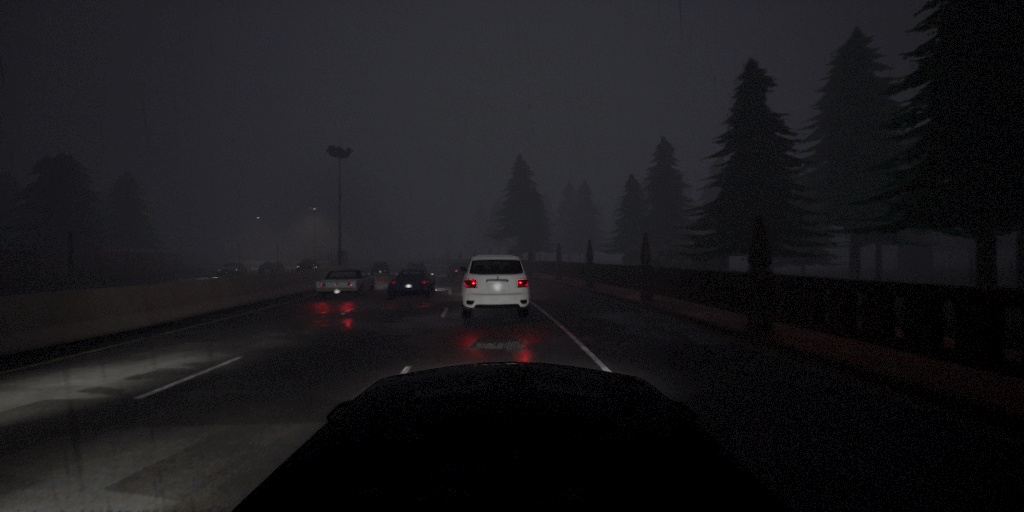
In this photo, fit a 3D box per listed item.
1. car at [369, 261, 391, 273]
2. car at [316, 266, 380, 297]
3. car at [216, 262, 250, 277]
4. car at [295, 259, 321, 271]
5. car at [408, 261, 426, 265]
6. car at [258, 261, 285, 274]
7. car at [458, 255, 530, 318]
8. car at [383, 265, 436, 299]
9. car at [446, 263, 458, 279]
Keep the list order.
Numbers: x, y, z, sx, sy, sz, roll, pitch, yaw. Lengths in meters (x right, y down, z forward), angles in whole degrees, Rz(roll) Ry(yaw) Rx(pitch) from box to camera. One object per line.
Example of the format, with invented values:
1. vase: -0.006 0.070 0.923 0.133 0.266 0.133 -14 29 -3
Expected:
1. car: -13.927 1.296 37.839 1.837 1.490 4.892 0 0 -21
2. car: -8.635 1.378 19.078 1.895 1.301 4.718 0 0 -10
3. car: -29.105 1.376 37.462 1.812 1.442 4.674 0 0 -24
4. car: -22.351 1.174 39.443 2.097 1.767 4.553 0 0 -24
5. car: -9.979 1.267 37.244 2.128 1.511 4.902 0 0 -19
6. car: -25.818 1.328 38.640 2.128 1.511 4.902 0 0 -24
7. car: -0.715 0.970 13.244 2.150 2.045 5.566 0 0 -6
8. car: -4.971 1.327 18.162 1.994 1.385 4.181 0 0 -9
9. car: -4.920 1.305 33.355 2.033 1.411 5.357 0 0 -17
